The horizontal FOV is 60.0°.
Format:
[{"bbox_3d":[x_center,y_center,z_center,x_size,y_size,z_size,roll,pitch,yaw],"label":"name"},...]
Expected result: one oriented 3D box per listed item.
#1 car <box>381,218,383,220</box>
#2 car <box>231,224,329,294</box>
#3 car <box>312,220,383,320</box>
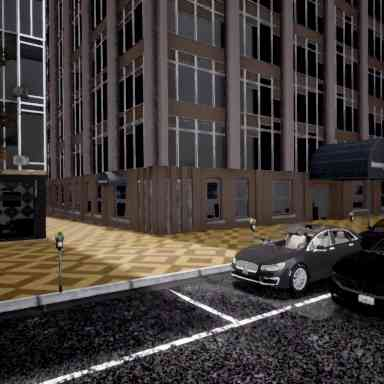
[{"bbox_3d":[7.588,1.564,11.999,4.313,1.339,1.947,0,-1,-36],"label":"car"},{"bbox_3d":[2.964,1.550,8.694,4.403,1.369,2.008,0,-1,-36],"label":"car"},{"bbox_3d":[4.856,1.476,6.856,5.008,1.535,1.882,0,0,-36],"label":"car"}]
